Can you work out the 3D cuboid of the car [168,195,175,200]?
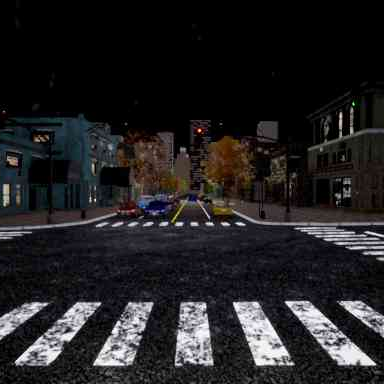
[{"bbox_3d":[-5.638,1.562,91.377,1.802,1.307,4.206,0,0,0],"label":"car"}]

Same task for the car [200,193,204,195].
[{"bbox_3d":[2.733,1.551,74.733,1.947,1.339,4.313,-1,0,0],"label":"car"}]

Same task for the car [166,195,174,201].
[{"bbox_3d":[-5.641,1.526,85.831,1.887,1.381,4.507,0,0,0],"label":"car"}]

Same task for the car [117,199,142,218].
[{"bbox_3d":[-5.674,1.577,30.367,1.802,1.307,4.206,0,0,0],"label":"car"}]

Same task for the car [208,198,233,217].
[{"bbox_3d":[2.706,1.520,30.533,1.752,1.417,4.829,-1,0,0],"label":"car"}]

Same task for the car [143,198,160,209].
[{"bbox_3d":[-5.665,1.536,47.007,1.887,1.381,4.507,0,0,0],"label":"car"}]

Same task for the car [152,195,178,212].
[{"bbox_3d":[-3.075,1.484,38.820,2.128,1.511,4.902,0,0,0],"label":"car"}]

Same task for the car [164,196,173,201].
[{"bbox_3d":[-5.645,1.549,80.284,1.947,1.339,4.313,0,0,0],"label":"car"}]

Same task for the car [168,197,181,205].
[{"bbox_3d":[-3.028,1.589,58.054,1.895,1.301,4.718,0,0,0],"label":"car"}]

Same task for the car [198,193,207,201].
[{"bbox_3d":[2.737,1.297,85.826,2.192,1.841,5.009,-1,0,0],"label":"car"}]

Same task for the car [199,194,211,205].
[{"bbox_3d":[2.723,1.539,58.094,2.008,1.369,4.403,-1,0,0],"label":"car"}]

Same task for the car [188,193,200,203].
[{"bbox_3d":[0.110,1.463,70.795,1.882,1.535,5.008,0,0,0],"label":"car"}]

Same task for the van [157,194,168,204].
[{"bbox_3d":[-5.656,1.328,63.645,1.690,1.788,3.998,0,0,0],"label":"van"}]

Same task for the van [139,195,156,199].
[{"bbox_3d":[-5.669,1.333,41.460,1.690,1.788,3.998,0,0,0],"label":"van"}]

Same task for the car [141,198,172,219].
[{"bbox_3d":[-3.099,1.521,29.621,1.812,1.442,4.674,0,0,0],"label":"car"}]

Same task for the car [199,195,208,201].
[{"bbox_3d":[2.737,1.528,80.279,1.887,1.381,4.507,-1,0,0],"label":"car"}]

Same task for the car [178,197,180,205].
[{"bbox_3d":[-3.063,1.555,47.944,1.994,1.385,4.181,0,0,0],"label":"car"}]
